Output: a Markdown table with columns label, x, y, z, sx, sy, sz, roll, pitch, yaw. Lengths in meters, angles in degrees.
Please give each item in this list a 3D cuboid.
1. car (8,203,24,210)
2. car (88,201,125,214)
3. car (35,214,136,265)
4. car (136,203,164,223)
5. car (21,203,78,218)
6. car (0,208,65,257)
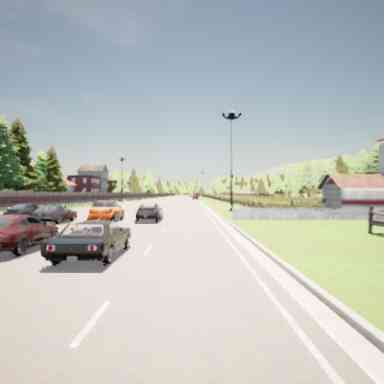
| label | x | y | z | sx | sy | sz | roll | pitch | yaw |
| --- | --- | --- | --- | --- | --- | --- | --- | --- | --- |
| car | -13.946 | 1.686 | 28.175 | 1.812 | 1.442 | 4.674 | 0 | 0 | 1 |
| car | -6.952 | 1.508 | 27.418 | 2.097 | 1.767 | 4.553 | 0 | 0 | 1 |
| car | -3.460 | 1.669 | 11.900 | 1.895 | 1.301 | 4.718 | 0 | 0 | 1 |
| car | -3.453 | 1.649 | 27.509 | 2.128 | 1.511 | 4.902 | 0 | 0 | 1 |
| car | -10.475 | 1.693 | 25.376 | 2.033 | 1.411 | 5.357 | 0 | 0 | 0 |
| car | -6.948 | 1.601 | 13.174 | 1.812 | 1.442 | 4.674 | 0 | 0 | 1 |
